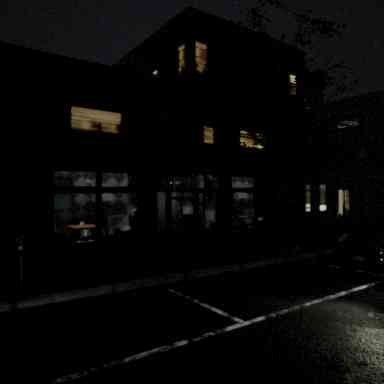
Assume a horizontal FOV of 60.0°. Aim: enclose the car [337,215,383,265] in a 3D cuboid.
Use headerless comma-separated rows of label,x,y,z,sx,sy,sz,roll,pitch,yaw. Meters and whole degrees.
car,6.775,1.523,11.393,4.097,1.590,1.967,0,-1,-35
